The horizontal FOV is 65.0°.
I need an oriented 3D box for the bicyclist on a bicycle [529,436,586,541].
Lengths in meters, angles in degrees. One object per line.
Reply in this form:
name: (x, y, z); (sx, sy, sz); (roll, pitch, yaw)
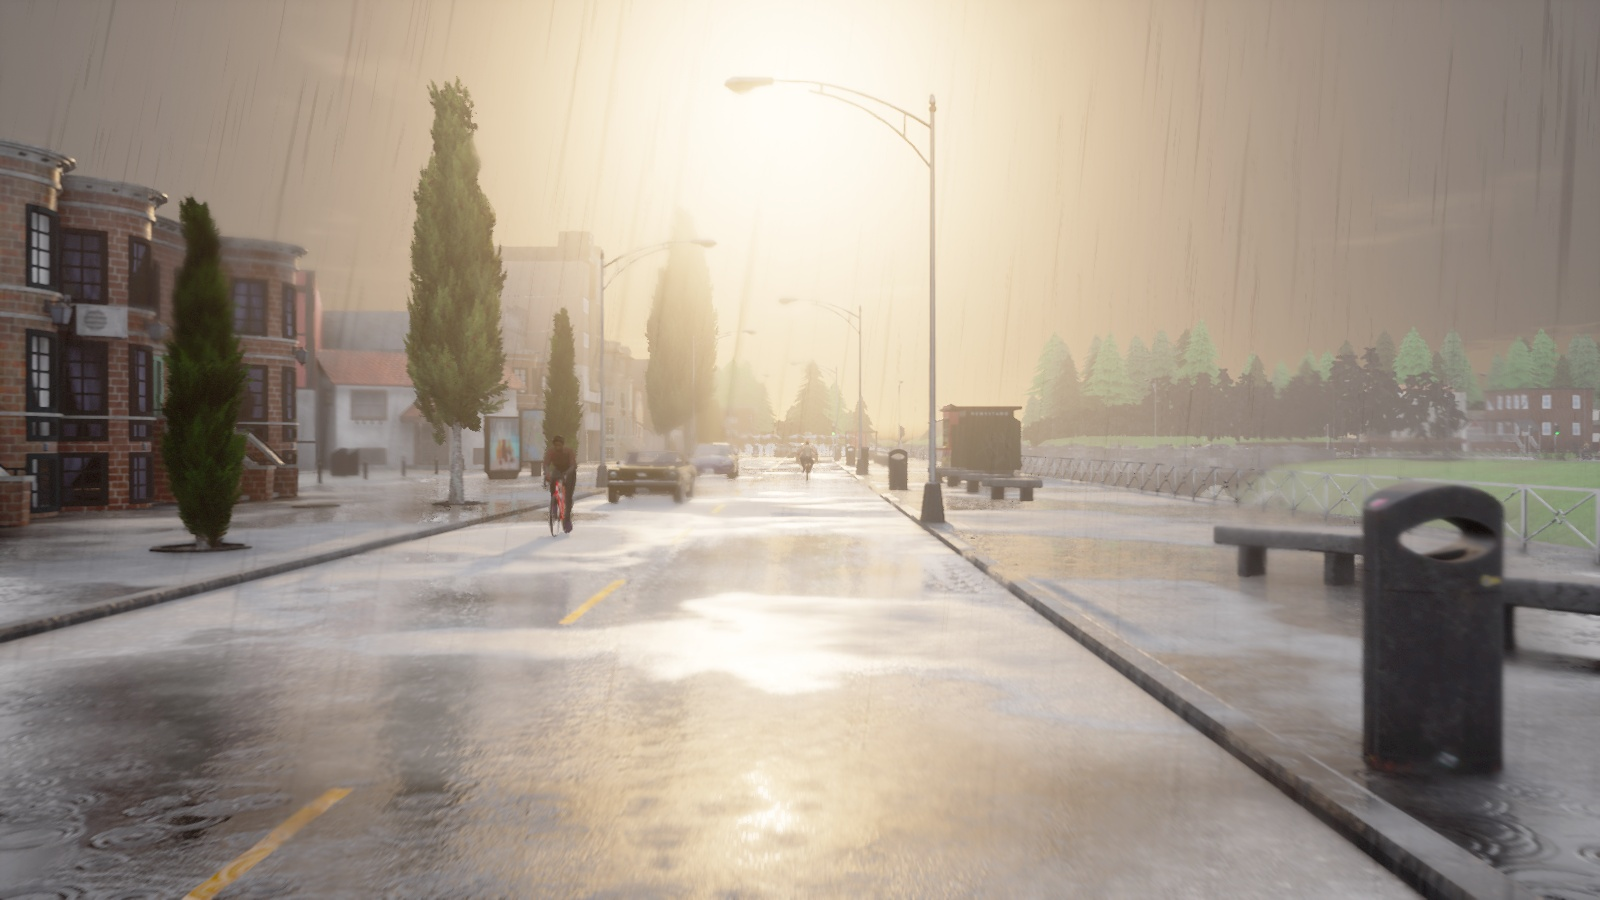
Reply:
bicyclist on a bicycle: (-3.872, 0.583, 20.156); (0.582, 1.620, 1.656); (0, 1, 0)

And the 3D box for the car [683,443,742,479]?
car: (-3.687, 0.441, 53.651); (2.163, 1.488, 4.792); (0, 0, 0)

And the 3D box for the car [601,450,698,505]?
car: (-3.804, 0.661, 32.497); (1.895, 1.301, 4.718); (0, 0, 0)
